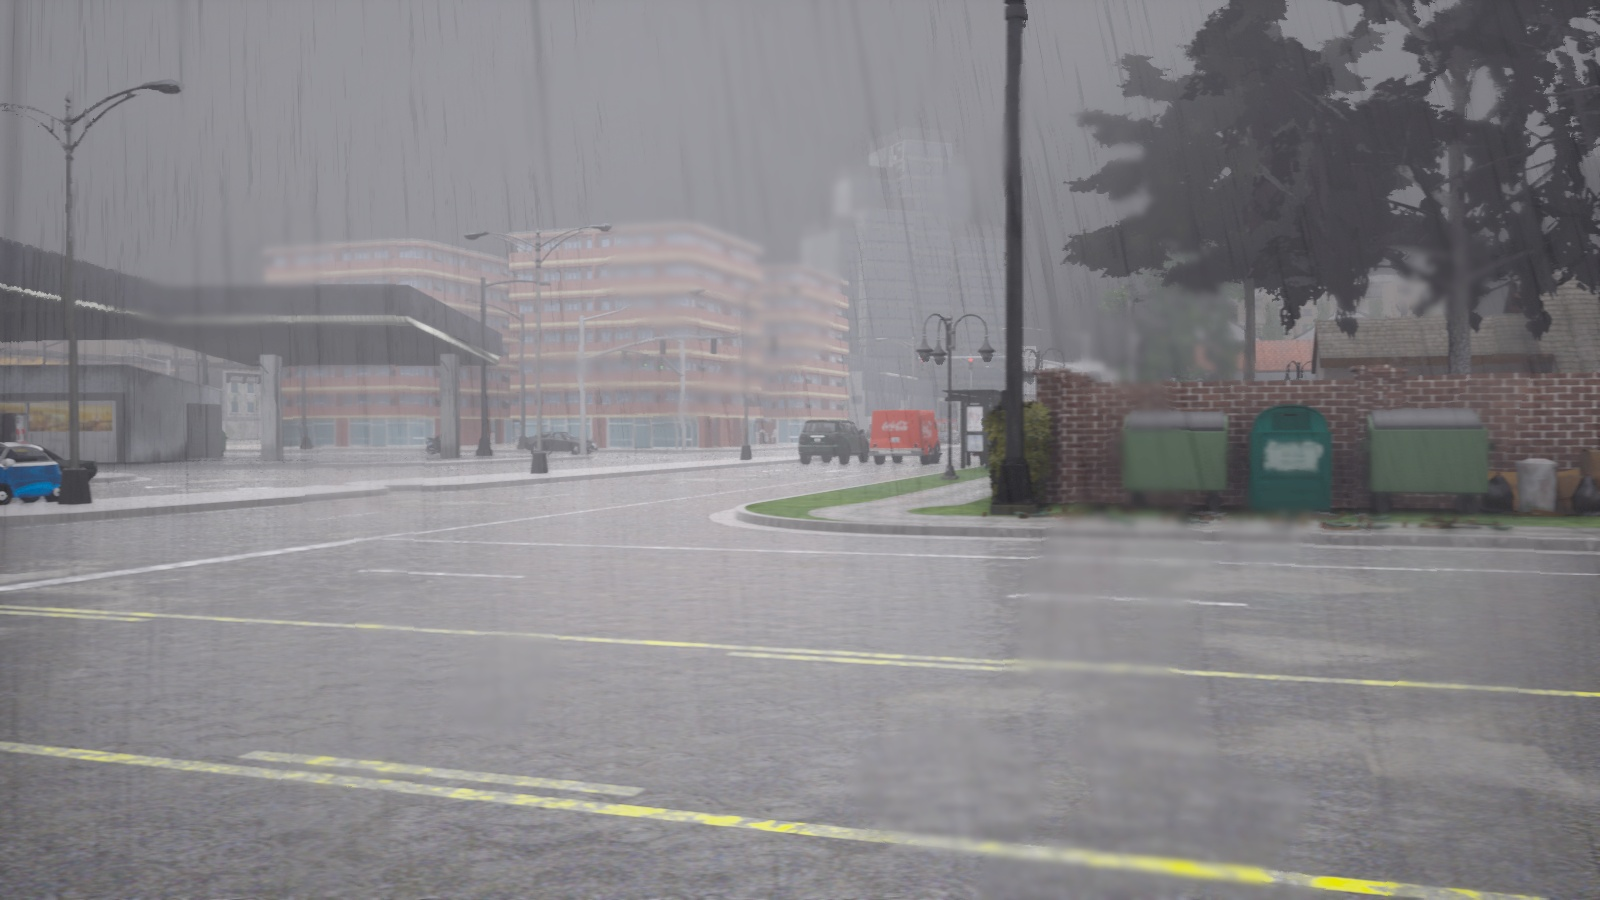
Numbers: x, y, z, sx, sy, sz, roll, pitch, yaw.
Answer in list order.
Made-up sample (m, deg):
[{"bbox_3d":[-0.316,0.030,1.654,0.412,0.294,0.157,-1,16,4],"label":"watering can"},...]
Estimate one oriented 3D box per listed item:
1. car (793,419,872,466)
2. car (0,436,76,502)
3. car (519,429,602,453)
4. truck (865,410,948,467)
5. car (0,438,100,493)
[{"bbox_3d":[1.573,-0.384,58.439,2.150,2.045,5.566,1,1,18],"label":"car"},{"bbox_3d":[-17.230,0.380,27.257,1.481,1.376,2.207,1,1,18],"label":"car"},{"bbox_3d":[-15.603,-0.587,81.869,4.902,1.511,2.128,0,1,17],"label":"car"},{"bbox_3d":[4.958,-0.563,57.528,2.627,2.467,5.204,1,1,18],"label":"truck"},{"bbox_3d":[-19.801,0.362,30.617,1.895,1.301,4.718,1,1,18],"label":"car"}]
